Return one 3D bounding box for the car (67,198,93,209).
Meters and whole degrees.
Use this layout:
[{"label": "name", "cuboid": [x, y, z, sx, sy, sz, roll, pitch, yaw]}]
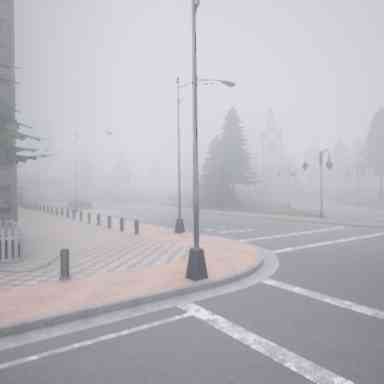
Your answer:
[{"label": "car", "cuboid": [-13.493, 1.402, 40.055, 1.895, 1.301, 4.718, -1, 1, -35]}]
